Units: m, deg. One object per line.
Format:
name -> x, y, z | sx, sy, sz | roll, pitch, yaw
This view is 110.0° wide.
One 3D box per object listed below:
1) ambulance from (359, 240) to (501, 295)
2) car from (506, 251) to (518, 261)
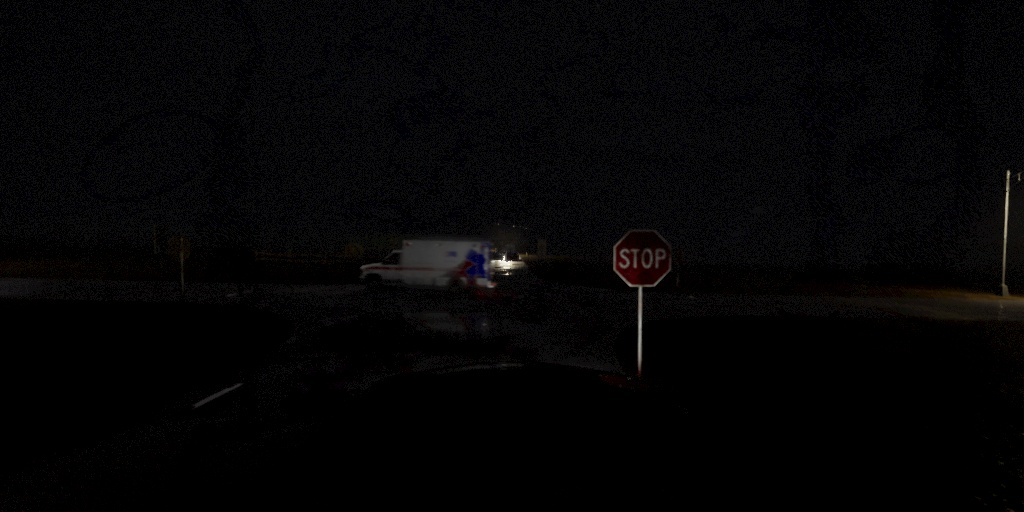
ambulance -> -3.877, 0.506, 17.212 | 6.366, 2.431, 2.351 | 1, 1, 0
car -> 0.004, -0.085, 60.809 | 2.097, 1.767, 4.553 | 0, 2, 0
